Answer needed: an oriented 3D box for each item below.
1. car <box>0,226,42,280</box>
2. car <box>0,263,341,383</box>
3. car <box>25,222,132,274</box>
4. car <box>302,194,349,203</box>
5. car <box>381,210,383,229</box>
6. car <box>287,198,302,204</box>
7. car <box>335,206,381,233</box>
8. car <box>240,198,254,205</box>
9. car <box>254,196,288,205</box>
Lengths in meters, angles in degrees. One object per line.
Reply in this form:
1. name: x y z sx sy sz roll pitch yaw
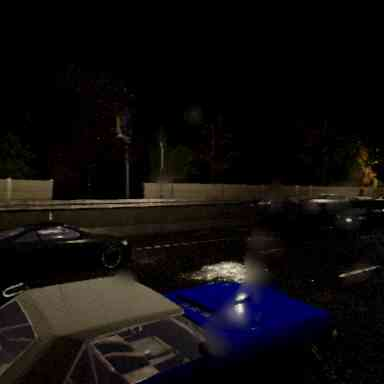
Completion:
1. car: -4.964 1.479 4.504 5.008 1.535 1.882 0 0 -36
2. car: -0.581 1.600 3.330 4.718 1.301 1.895 0 0 -36
3. car: -3.876 1.562 9.579 4.181 1.385 1.994 0 0 -35
4. car: 14.841 1.213 36.047 5.566 2.045 2.150 0 0 -35
5. car: 11.598 1.339 16.317 4.553 1.767 2.097 0 0 -35
6. car: 14.116 1.469 39.825 5.008 1.535 1.882 0 0 -35
7. car: 10.389 1.551 19.748 4.181 1.385 1.994 0 0 -36
8. car: 8.269 1.554 44.252 4.181 1.385 1.994 0 0 -35
9. car: 10.446 1.340 41.508 4.553 1.767 2.097 0 0 -35
